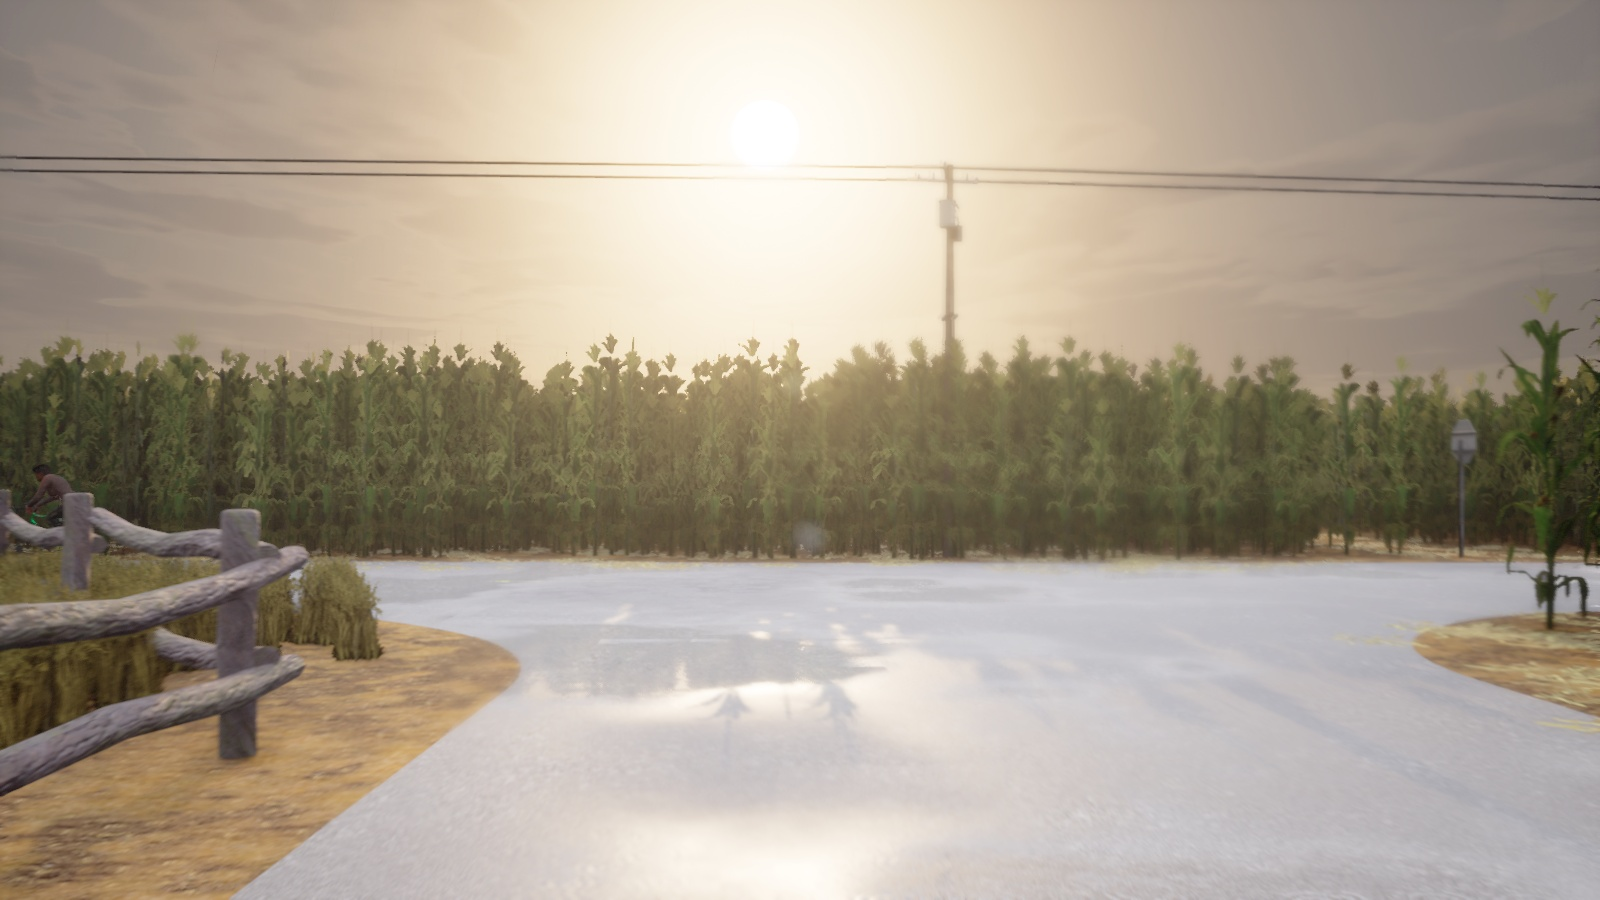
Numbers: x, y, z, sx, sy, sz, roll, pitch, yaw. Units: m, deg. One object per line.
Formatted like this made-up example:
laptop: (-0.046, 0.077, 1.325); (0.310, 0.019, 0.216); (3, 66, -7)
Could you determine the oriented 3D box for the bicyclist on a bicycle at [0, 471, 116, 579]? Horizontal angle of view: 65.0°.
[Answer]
bicyclist on a bicycle: (-11.466, 1.135, 19.237); (1.656, 1.620, 0.582); (-1, -1, 0)
